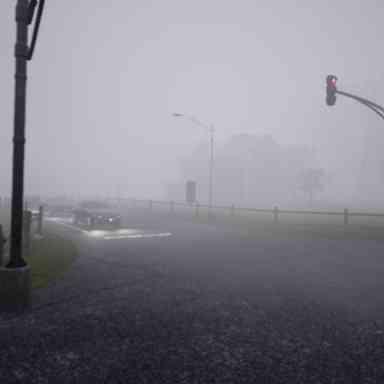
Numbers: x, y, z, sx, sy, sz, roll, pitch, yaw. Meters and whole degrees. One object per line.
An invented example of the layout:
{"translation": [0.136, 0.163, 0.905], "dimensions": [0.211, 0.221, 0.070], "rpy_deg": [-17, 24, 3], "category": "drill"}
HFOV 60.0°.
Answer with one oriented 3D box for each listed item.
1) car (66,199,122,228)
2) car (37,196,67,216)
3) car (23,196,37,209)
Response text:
{"translation": [-5.891, 1.262, 20.353], "dimensions": [1.837, 1.490, 4.892], "rpy_deg": [2, 0, -35], "category": "car"}
{"translation": [-11.281, 1.113, 27.948], "dimensions": [1.882, 1.535, 5.008], "rpy_deg": [2, 0, -35], "category": "car"}
{"translation": [-17.083, 1.106, 36.118], "dimensions": [1.895, 1.301, 4.718], "rpy_deg": [2, 0, -35], "category": "car"}
